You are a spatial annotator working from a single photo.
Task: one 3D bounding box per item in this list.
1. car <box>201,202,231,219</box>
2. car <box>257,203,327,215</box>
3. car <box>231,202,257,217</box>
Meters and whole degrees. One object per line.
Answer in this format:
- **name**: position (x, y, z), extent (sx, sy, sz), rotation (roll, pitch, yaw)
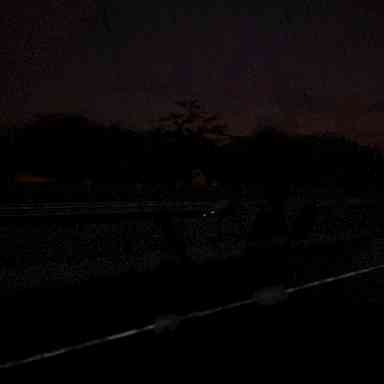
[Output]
- **car**: position (2.890, 1.555, 27.551), extent (4.674, 1.442, 1.812), rotation (0, 0, -35)
- **car**: position (6.848, 1.506, 21.775), extent (5.008, 1.535, 1.882), rotation (0, 0, -35)
- **car**: position (5.320, 1.594, 24.984), extent (4.181, 1.385, 1.994), rotation (0, 0, -35)
